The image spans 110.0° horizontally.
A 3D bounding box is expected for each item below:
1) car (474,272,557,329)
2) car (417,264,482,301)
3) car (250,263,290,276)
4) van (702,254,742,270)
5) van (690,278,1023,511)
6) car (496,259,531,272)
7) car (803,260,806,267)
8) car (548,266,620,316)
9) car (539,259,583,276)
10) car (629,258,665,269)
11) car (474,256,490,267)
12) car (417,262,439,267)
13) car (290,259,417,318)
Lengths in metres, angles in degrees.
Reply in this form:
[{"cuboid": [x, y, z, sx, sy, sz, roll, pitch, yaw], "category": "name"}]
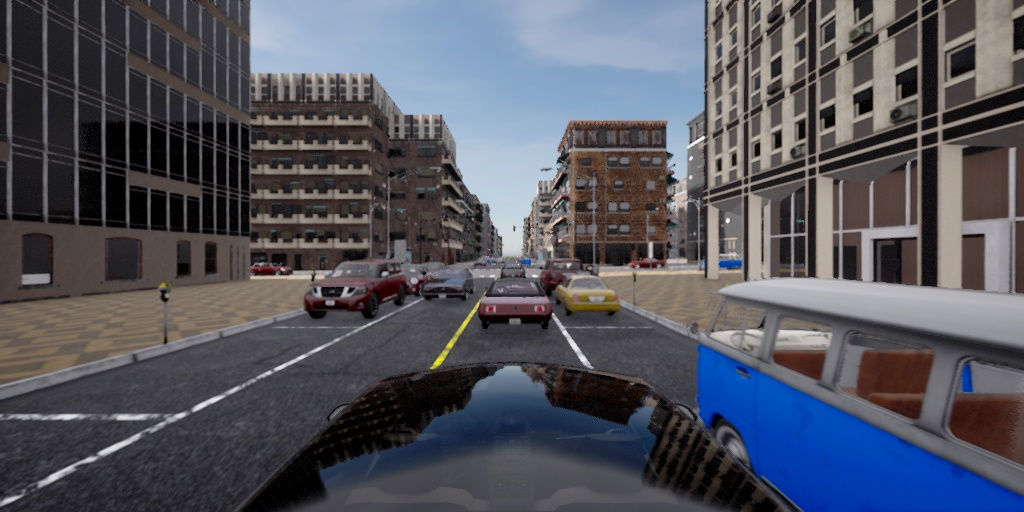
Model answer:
[{"cuboid": [0.088, 1.338, 11.126, 1.895, 1.301, 4.718, 0, 0, 0], "category": "car"}, {"cuboid": [-2.846, 1.275, 17.376, 2.033, 1.411, 5.357, 0, 0, 0], "category": "car"}, {"cuboid": [-26.159, 1.469, 39.079, 4.097, 1.591, 1.967, 0, 0, 0], "category": "car"}, {"cuboid": [22.959, 0.704, 39.099, 3.998, 1.789, 1.690, 0, 0, 0], "category": "van"}, {"cuboid": [2.565, 1.091, 1.898, 1.690, 1.789, 3.998, 0, 0, 0], "category": "van"}, {"cuboid": [0.091, 1.203, 27.946, 2.128, 1.511, 4.902, 0, 0, 0], "category": "car"}, {"cuboid": [34.264, 0.774, 39.103, 4.313, 1.339, 1.948, 0, 0, 0], "category": "car"}, {"cuboid": [2.564, 1.260, 13.163, 1.751, 1.417, 4.829, 0, 0, 0], "category": "car"}, {"cuboid": [2.565, 1.041, 18.540, 2.192, 1.841, 5.009, 0, 0, 0], "category": "car"}, {"cuboid": [17.598, 0.966, 46.977, 4.507, 1.381, 1.888, 0, 0, 0], "category": "car"}, {"cuboid": [-5.448, 1.090, 62.099, 1.967, 1.591, 4.097, 0, 0, 0], "category": "car"}, {"cuboid": [-5.316, 1.166, 18.540, 1.967, 1.591, 4.097, 0, 0, 0], "category": "car"}, {"cuboid": [-5.316, 1.049, 12.992, 2.192, 1.841, 5.009, 0, 0, 0], "category": "car"}]
